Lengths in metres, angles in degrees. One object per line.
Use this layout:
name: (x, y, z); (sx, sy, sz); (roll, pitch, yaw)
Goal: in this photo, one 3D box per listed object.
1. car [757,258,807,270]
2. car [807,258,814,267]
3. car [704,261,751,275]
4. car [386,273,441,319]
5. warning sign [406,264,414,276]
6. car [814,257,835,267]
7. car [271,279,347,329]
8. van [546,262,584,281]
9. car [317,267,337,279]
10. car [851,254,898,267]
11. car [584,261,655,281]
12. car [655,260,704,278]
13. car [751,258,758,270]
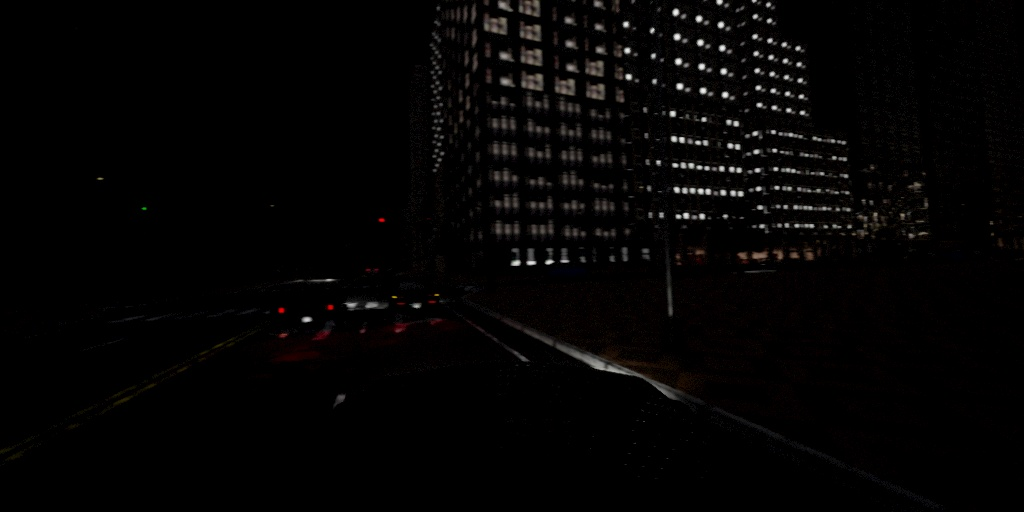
car: (32.060, 0.981, 42.566); (4.718, 1.301, 1.895); (-1, -2, -20)
car: (36.902, 0.923, 47.156); (4.507, 1.381, 1.888); (0, 0, -20)
car: (18.751, 1.055, 31.945); (4.207, 1.307, 1.802); (0, 0, -20)
car: (-4.017, 1.562, 14.482); (1.812, 1.442, 4.674); (-1, -1, -19)
warning sign: (-16.570, 2.232, 58.500); (1.300, 1.860, 1.060); (0, 0, -19)
car: (42.151, 0.804, 49.085); (4.403, 1.370, 2.007); (0, 0, -20)
car: (-7.031, 1.688, 12.922); (1.895, 1.301, 4.718); (-1, -1, -22)
van: (5.408, 1.482, 35.579); (3.998, 1.789, 1.690); (0, 0, -20)
car: (-29.150, 2.905, 56.168); (1.837, 1.490, 4.892); (-1, -1, -19)
car: (39.875, 0.493, 39.696); (4.829, 1.417, 1.751); (0, 0, -20)
car: (8.430, 1.255, 28.151); (4.829, 1.417, 1.751); (0, 0, -20)
car: (13.511, 1.041, 30.018); (4.097, 1.591, 1.967); (0, 0, -20)
car: (31.653, 0.943, 45.227); (4.097, 1.591, 1.967); (0, 0, -20)
